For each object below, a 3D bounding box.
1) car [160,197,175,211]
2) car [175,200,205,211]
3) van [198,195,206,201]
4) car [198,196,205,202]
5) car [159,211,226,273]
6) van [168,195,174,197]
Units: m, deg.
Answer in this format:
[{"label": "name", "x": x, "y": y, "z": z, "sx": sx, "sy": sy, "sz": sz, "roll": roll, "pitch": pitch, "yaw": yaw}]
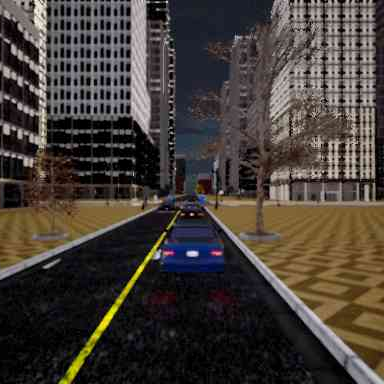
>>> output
[{"label": "car", "x": -3.111, "y": 1.678, "z": 43.542, "sx": 2.033, "sy": 1.411, "sz": 5.357, "roll": 0, "pitch": 0, "yaw": 0}, {"label": "car", "x": 0.004, "y": 1.626, "z": 25.734, "sx": 2.033, "sy": 1.411, "sz": 5.357, "roll": 0, "pitch": 0, "yaw": 0}, {"label": "van", "x": 2.549, "y": 1.581, "z": 82.960, "sx": 1.690, "sy": 1.788, "sz": 3.998, "roll": 0, "pitch": 0, "yaw": 0}, {"label": "car", "x": 2.469, "y": 1.800, "z": 88.498, "sx": 1.887, "sy": 1.381, "sz": 4.507, "roll": 0, "pitch": 0, "yaw": 0}, {"label": "car", "x": 0.028, "y": 1.581, "z": 10.735, "sx": 2.033, "sy": 1.411, "sz": 5.357, "roll": 0, "pitch": 0, "yaw": 0}, {"label": "van", "x": -5.922, "y": 1.613, "z": 94.052, "sx": 1.690, "sy": 1.788, "sz": 3.998, "roll": 0, "pitch": 0, "yaw": 0}]
